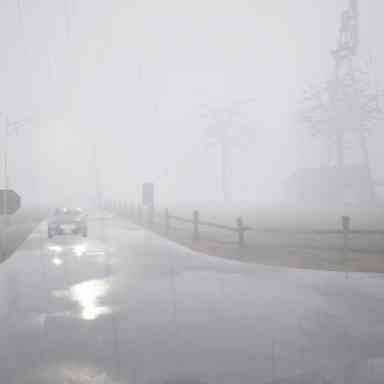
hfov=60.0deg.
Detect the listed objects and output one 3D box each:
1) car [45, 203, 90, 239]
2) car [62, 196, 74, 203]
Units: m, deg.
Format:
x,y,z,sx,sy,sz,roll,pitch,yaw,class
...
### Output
x,y,z,sx,sy,sz,roll,pitch,yaw,class
-6.590,1.540,17.678,2.128,1.511,4.902,1,0,-20,car
-23.261,1.580,62.534,2.097,1.767,4.553,1,0,-20,car
